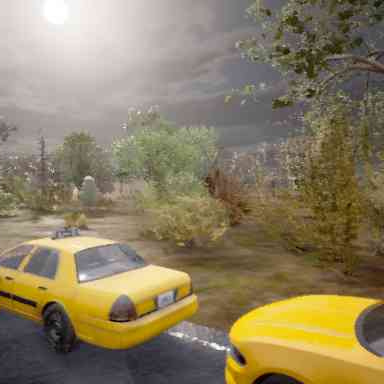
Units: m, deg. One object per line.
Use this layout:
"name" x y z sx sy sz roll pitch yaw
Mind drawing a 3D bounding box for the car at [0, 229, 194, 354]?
"car" -2.475 1.456 6.080 5.366 1.575 1.801 0 0 35

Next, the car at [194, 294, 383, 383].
"car" 2.627 1.482 2.491 5.008 1.535 1.882 0 0 36
